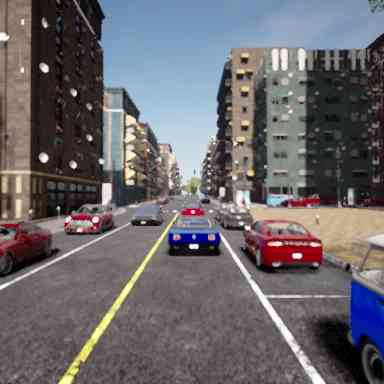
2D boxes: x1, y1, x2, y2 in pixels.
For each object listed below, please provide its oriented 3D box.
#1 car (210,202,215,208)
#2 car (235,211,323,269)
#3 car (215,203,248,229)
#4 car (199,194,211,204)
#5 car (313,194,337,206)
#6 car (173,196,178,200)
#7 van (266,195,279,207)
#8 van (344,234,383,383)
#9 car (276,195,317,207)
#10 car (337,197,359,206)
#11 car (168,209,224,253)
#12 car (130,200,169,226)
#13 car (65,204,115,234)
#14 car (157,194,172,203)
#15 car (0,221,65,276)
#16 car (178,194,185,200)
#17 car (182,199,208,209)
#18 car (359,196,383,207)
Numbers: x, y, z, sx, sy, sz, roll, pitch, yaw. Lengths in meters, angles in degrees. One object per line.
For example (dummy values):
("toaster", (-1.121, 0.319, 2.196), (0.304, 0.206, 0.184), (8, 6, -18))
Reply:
("car", (2.827, 1.582, 27.022), (2.008, 1.369, 4.403), (1, 0, 0))
("car", (2.783, 1.557, 11.022), (1.887, 1.381, 4.507), (1, 0, 0))
("car", (2.828, 1.576, 21.452), (2.008, 1.369, 4.403), (1, 0, 0))
("car", (2.693, 1.646, 65.215), (1.947, 1.339, 4.313), (1, 0, 0))
("car", (19.284, 1.277, 51.998), (5.009, 1.841, 2.192), (0, 0, 0))
("car", (-5.690, 1.683, 93.110), (1.947, 1.339, 4.313), (1, 0, 0))
("van", (13.757, 1.346, 52.037), (3.998, 1.788, 1.690), (0, 0, 0))
("van", (2.731, 1.344, 2.561), (1.690, 1.788, 3.998), (1, 0, 0))
("car", (13.698, 1.455, 43.655), (4.206, 1.307, 1.802), (0, 0, 0))
("car", (24.814, 1.464, 51.957), (4.507, 1.381, 1.887), (0, 0, 0))
("car", (0.089, 1.616, 13.830), (1.895, 1.301, 4.718), (0, 0, 0))
("car", (-3.089, 1.575, 23.838), (2.033, 1.411, 5.357), (0, 0, 0))
("car", (-5.810, 1.462, 19.216), (1.967, 1.590, 4.097), (1, 0, 0))
("car", (-5.683, 1.395, 65.254), (2.192, 1.841, 5.009), (1, 0, 0))
("car", (-5.760, 1.594, 10.312), (1.802, 1.307, 4.206), (1, 0, 0))
("car", (-3.012, 1.472, 93.988), (2.097, 1.767, 4.553), (0, 0, 0))
("car", (0.084, 1.598, 29.097), (1.994, 1.385, 4.181), (0, 0, 0))
("car", (24.752, 1.228, 43.578), (4.097, 1.590, 1.967), (0, 0, 0))
